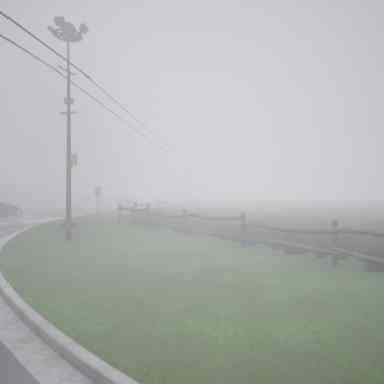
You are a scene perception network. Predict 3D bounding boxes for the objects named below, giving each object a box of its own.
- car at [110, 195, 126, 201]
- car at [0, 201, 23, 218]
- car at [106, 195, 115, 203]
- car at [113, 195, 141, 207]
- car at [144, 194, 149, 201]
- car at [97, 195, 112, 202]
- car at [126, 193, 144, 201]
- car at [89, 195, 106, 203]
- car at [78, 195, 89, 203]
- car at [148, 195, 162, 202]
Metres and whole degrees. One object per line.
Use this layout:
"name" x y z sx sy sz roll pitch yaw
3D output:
"car" -17.435 1.368 78.208 2.033 1.411 5.357 0 0 7
"car" -16.204 1.503 27.748 1.837 1.490 4.892 0 0 7
"car" -15.172 1.501 67.451 1.837 1.490 4.892 0 0 7
"car" -9.913 1.544 51.351 2.033 1.411 5.357 0 0 7
"car" -10.482 1.306 77.392 1.882 1.535 5.008 0 0 7
"car" -20.830 1.520 79.302 1.812 1.442 4.674 0 0 7
"car" -11.696 1.474 67.043 1.882 1.535 5.008 0 0 7
"car" -18.648 1.456 67.859 1.882 1.535 5.008 0 0 7
"car" -21.975 1.496 69.367 1.837 1.490 4.892 0 0 7
"car" -7.547 1.551 72.338 1.994 1.385 4.181 0 0 7
